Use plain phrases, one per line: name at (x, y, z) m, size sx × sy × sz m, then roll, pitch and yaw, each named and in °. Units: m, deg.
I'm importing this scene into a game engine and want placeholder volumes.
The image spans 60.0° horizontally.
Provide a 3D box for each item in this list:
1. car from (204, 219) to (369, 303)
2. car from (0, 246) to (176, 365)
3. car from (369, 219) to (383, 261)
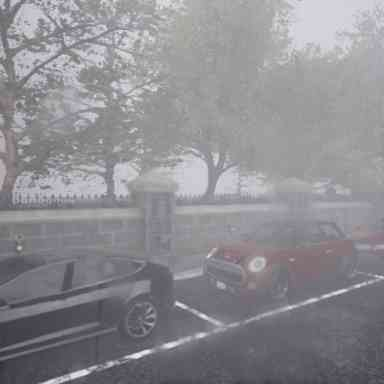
car at (2.239, 1.441, 8.166) m, size 4.097 × 1.590 × 1.967 m, roll 0°, pitch 0°, yaw -36°
car at (-2.265, 1.566, 4.942) m, size 4.313 × 1.339 × 1.947 m, roll 0°, pitch 0°, yaw -36°
car at (6.742, 1.584, 11.391) m, size 4.206 × 1.307 × 1.802 m, roll 0°, pitch 0°, yaw -36°
